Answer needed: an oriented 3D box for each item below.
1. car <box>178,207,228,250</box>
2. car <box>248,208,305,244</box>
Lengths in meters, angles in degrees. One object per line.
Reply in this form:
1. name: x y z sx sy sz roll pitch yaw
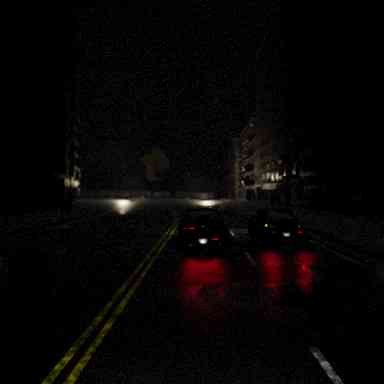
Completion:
1. car: 0.455 1.404 13.897 1.837 1.490 4.892 0 1 2
2. car: 3.743 1.432 15.173 1.812 1.442 4.674 0 1 2
